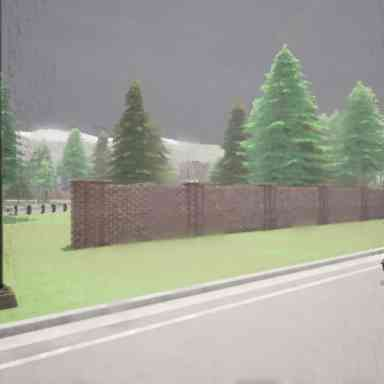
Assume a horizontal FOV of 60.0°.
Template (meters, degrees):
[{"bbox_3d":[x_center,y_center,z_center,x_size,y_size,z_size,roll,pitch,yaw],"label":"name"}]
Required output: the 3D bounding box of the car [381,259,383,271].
[{"bbox_3d":[7.201,1.549,8.977,5.357,1.411,2.033,0,0,-35],"label":"car"}]
